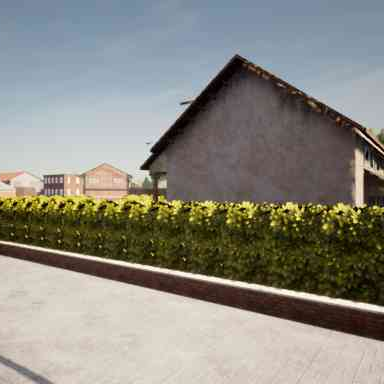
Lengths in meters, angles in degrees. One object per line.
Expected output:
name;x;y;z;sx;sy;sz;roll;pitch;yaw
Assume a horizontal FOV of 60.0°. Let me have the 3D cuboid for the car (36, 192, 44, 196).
car;-31.328;0.973;68.439;3.866;1.878;1.905;0;0;35
